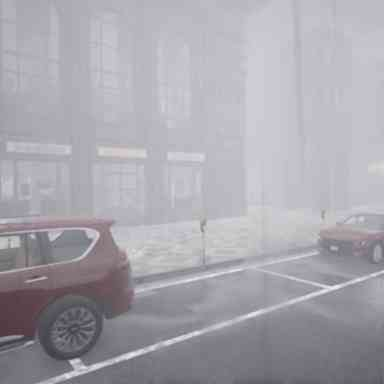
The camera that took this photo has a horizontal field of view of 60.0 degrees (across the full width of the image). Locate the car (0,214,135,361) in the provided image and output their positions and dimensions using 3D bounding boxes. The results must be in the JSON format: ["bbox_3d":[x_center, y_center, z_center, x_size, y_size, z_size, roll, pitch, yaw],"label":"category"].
[{"bbox_3d":[-3.200,1.318,4.361,5.009,1.841,2.192,-1,1,-35],"label":"car"}]

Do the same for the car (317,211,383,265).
[{"bbox_3d":[5.922,1.329,10.871,4.507,1.381,1.887,-1,1,-36],"label":"car"}]
